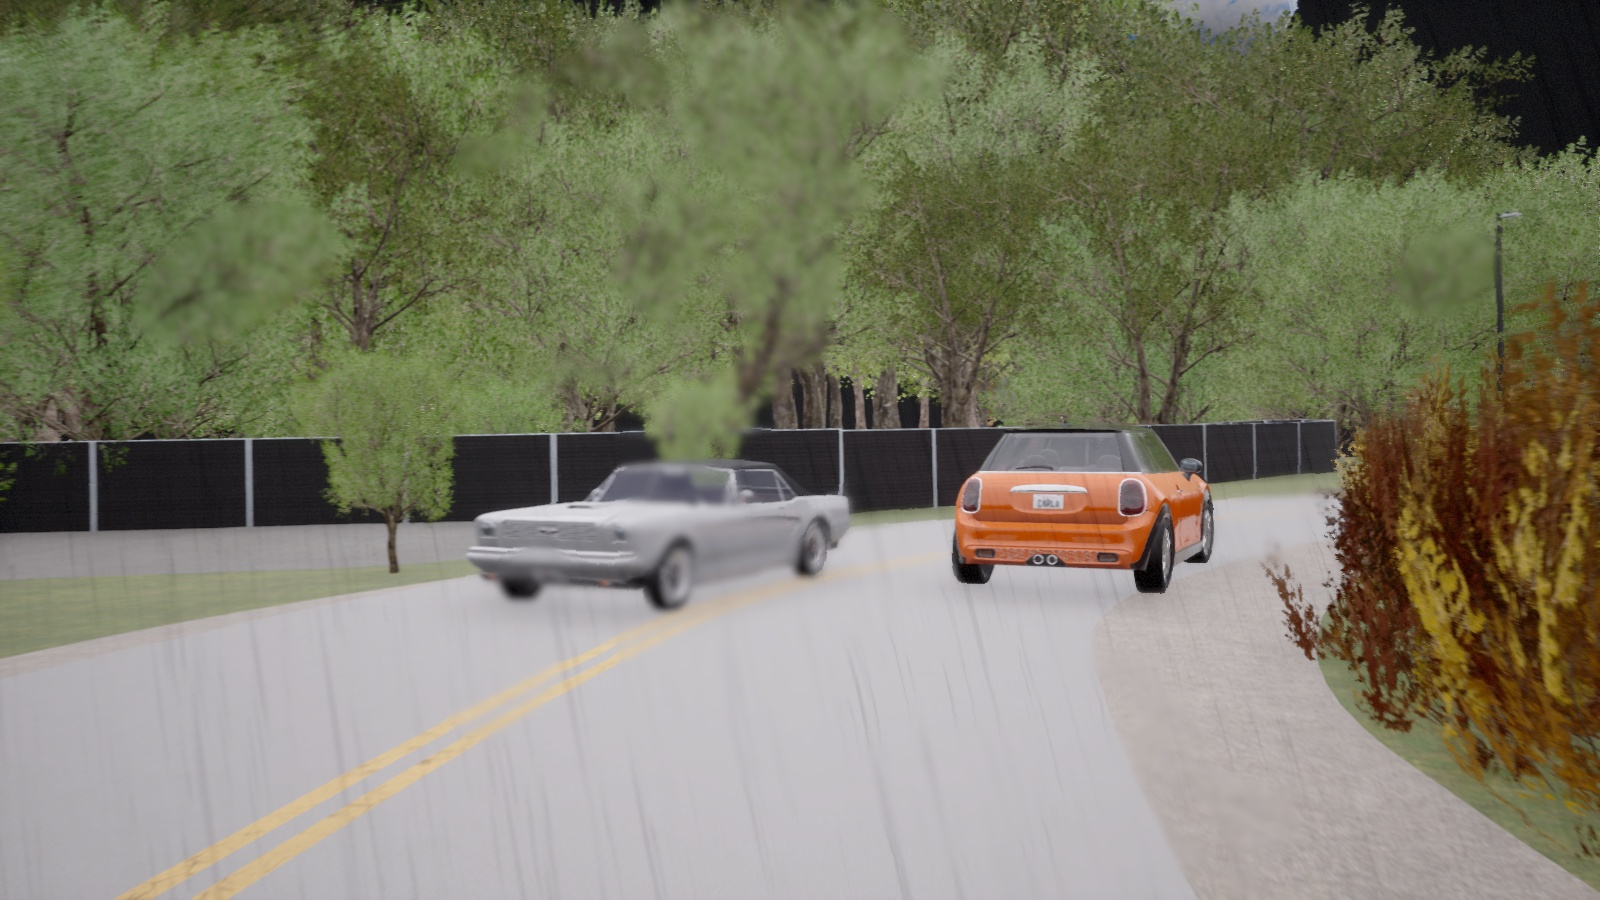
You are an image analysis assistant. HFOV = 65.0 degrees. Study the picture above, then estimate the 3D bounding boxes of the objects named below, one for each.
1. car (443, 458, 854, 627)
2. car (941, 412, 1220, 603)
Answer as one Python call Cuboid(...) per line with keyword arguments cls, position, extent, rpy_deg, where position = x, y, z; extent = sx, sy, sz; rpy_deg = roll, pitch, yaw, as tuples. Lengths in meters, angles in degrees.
Cuboid(cls="car", position=(-1.259, 0.768, 12.745), extent=(1.895, 1.301, 4.718), rpy_deg=(0, 1, 26))
Cuboid(cls="car", position=(3.326, 0.502, 14.072), extent=(2.097, 1.767, 4.553), rpy_deg=(0, 1, 25))
